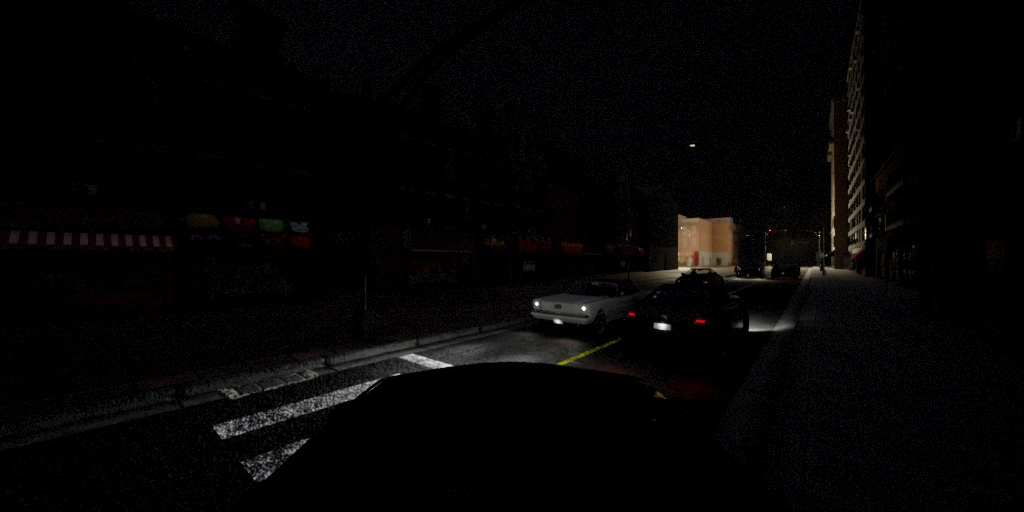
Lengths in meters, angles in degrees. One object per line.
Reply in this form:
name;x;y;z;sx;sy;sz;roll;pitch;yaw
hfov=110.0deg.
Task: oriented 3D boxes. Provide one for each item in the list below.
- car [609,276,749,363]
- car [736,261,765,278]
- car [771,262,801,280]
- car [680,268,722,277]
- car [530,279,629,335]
car;4.206;1.344;8.473;1.994;1.385;4.181;0;0;40
car;24.528;1.301;36.796;2.097;1.767;4.553;0;0;40
car;25.896;1.408;34.038;1.882;1.535;5.008;0;-1;40
car;10.936;1.416;20.850;1.994;1.385;4.181;0;0;40
car;2.610;1.398;11.000;1.895;1.301;4.718;0;0;40
